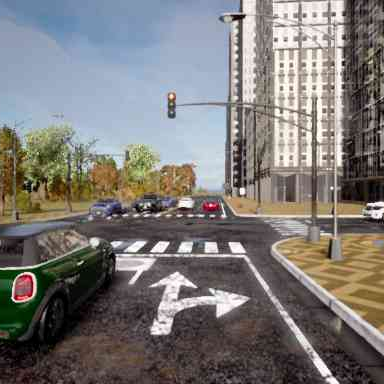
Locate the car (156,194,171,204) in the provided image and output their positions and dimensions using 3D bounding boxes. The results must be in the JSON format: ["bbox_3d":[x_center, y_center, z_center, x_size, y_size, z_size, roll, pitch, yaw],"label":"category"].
[{"bbox_3d":[-5.593,1.340,66.031,2.097,1.767,4.553,0,0,5],"label":"car"}]

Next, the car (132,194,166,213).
[{"bbox_3d":[-4.657,1.207,36.722,2.150,2.045,5.566,0,0,3],"label":"car"}]

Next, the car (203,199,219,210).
[{"bbox_3d":[2.413,1.552,41.870,1.994,1.385,4.181,0,0,4],"label":"car"}]

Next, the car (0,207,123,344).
[{"bbox_3d":[-3.008,1.352,6.590,2.097,1.767,4.553,0,0,1],"label":"car"}]

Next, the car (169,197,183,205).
[{"bbox_3d":[-2.835,1.589,60.245,1.895,1.301,4.718,0,0,5],"label":"car"}]

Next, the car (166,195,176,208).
[{"bbox_3d":[-3.756,1.338,48.852,2.097,1.767,4.553,0,0,5],"label":"car"}]

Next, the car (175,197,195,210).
[{"bbox_3d":[-0.698,1.513,43.784,1.812,1.442,4.674,0,0,4],"label":"car"}]

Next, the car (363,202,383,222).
[{"bbox_3d":[14.890,1.052,22.840,5.566,2.045,2.150,-1,0,5],"label":"car"}]

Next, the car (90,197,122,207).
[{"bbox_3d":[-8.316,1.339,32.427,2.097,1.767,4.553,0,0,5],"label":"car"}]
